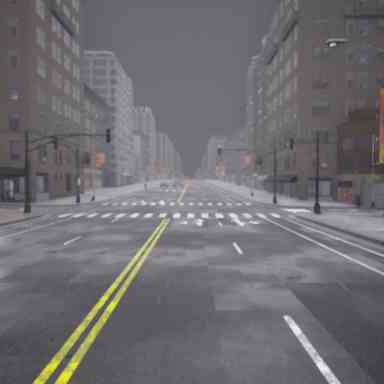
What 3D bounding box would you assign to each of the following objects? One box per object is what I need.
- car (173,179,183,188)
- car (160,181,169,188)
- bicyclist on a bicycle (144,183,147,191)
[{"bbox_3d":[-3.209,-2.102,77.998,2.150,2.045,5.566,0,3,0],"label":"car"},{"bbox_3d":[-6.460,-1.852,78.042,1.882,1.535,5.008,0,3,0],"label":"car"},{"bbox_3d":[-8.718,-0.806,62.331,0.659,1.776,1.843,0,3,0],"label":"bicyclist on a bicycle"}]
